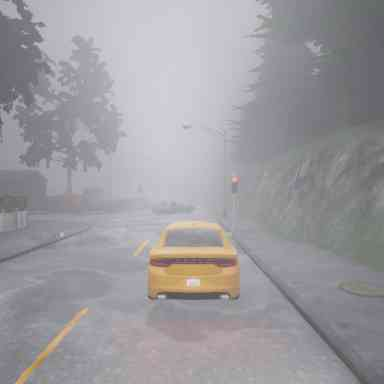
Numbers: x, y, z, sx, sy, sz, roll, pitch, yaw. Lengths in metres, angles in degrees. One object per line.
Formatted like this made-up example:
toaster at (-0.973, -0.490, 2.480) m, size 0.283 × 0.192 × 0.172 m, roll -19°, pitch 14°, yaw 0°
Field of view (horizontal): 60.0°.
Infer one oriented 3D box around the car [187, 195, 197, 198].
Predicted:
car at (0.015, 1.478, 71.253) m, size 1.882 × 1.535 × 5.008 m, roll 0°, pitch 0°, yaw 0°

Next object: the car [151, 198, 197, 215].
car at (-1.759, 1.601, 32.823) m, size 1.895 × 1.301 × 4.718 m, roll 0°, pitch 0°, yaw 37°

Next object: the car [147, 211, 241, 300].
car at (0.048, 1.478, 8.463) m, size 1.882 × 1.535 × 5.008 m, roll 0°, pitch 0°, yaw 1°
